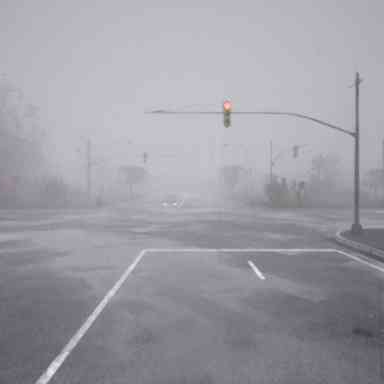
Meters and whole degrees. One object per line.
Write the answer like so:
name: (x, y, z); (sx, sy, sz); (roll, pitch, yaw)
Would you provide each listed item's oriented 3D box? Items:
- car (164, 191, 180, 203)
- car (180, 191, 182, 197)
car: (-3.351, 1.032, 52.364); (1.837, 1.490, 4.892); (0, 3, 0)
car: (-3.345, 0.398, 77.824); (1.812, 1.442, 4.674); (0, 2, 0)
